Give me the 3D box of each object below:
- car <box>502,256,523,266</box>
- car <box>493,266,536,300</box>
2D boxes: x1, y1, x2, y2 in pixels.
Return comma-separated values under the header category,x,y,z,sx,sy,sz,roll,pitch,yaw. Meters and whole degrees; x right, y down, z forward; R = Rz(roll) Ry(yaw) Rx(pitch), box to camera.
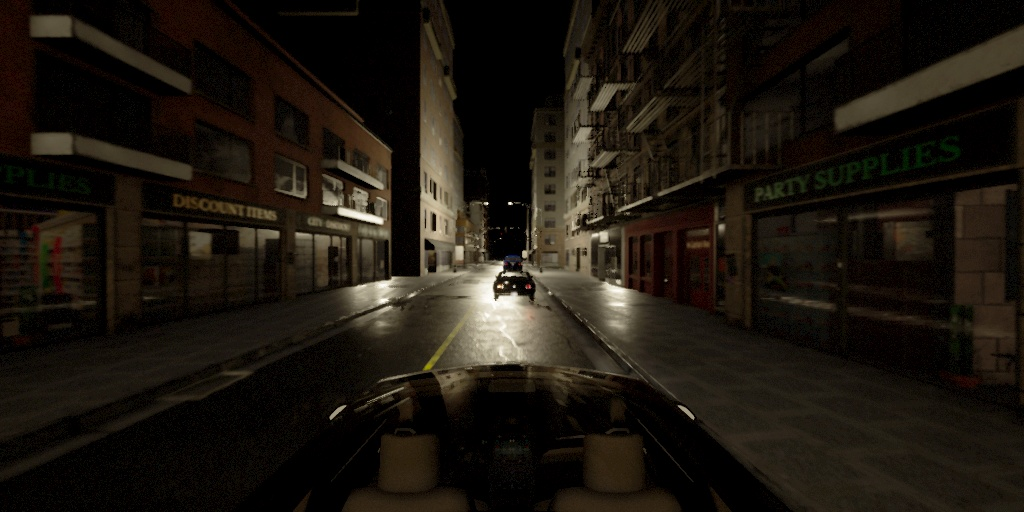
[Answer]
category,x,y,z,sx,sy,sz,roll,pitch,yaw
car,0.099,0.988,40.200,2.150,2.045,5.566,0,0,0
car,0.099,1.361,17.723,1.895,1.301,4.718,0,0,0
